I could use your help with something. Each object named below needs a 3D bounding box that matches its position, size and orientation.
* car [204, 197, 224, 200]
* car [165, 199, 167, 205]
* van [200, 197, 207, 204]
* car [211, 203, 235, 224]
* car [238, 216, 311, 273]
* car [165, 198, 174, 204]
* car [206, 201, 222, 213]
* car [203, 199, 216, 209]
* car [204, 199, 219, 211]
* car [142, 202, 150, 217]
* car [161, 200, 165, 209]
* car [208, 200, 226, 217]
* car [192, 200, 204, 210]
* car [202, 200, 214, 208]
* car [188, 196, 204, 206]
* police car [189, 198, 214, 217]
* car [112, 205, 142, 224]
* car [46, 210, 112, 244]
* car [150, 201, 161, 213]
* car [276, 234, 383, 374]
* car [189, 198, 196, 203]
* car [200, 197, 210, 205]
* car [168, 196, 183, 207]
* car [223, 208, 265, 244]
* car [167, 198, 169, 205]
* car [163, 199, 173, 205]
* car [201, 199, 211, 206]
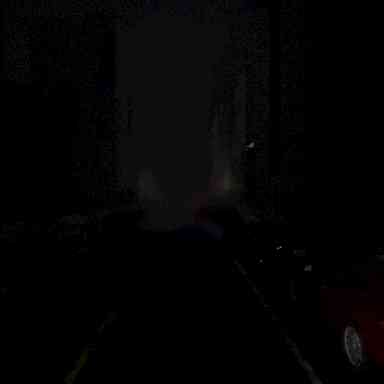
[{"bbox_3d":[2.880,1.692,38.554,2.192,1.841,5.009,0,-1,0],"label":"car"},{"bbox_3d":[-5.637,2.103,55.114,1.947,1.339,4.313,0,-1,0],"label":"car"},{"bbox_3d":[2.904,2.143,82.741,1.690,1.788,3.998,0,-1,0],"label":"van"},{"bbox_3d":[2.874,1.837,27.505,1.947,1.339,4.313,0,-1,0],"label":"car"},{"bbox_3d":[2.865,1.675,10.934,1.947,1.339,4.313,0,-1,0],"label":"car"},{"bbox_3d":[-5.622,2.243,82.739,1.967,1.590,4.097,0,-1,0],"label":"car"},{"bbox_3d":[2.883,1.957,44.245,1.752,1.417,4.829,0,-1,0],"label":"car"},{"bbox_3d":[2.889,1.977,55.123,1.967,1.590,4.097,0,-1,0],"label":"car"},{"bbox_3d":[2.886,1.924,49.599,1.967,1.590,4.097,0,-1,0],"label":"car"},{"bbox_3d":[-5.649,1.906,33.014,1.802,1.307,4.206,0,-1,0],"label":"car"},{"bbox_3d":[-5.640,2.050,49.589,1.947,1.339,4.313,0,-1,0],"label":"car"},{"bbox_3d":[2.877,1.851,33.198,1.752,1.417,4.829,0,-1,0],"label":"car"},{"bbox_3d":[0.928,2.027,51.409,1.812,1.442,4.674,0,-1,0],"label":"car"},{"bbox_3d":[2.892,2.140,60.645,2.008,1.369,4.403,0,-1,0],"label":"car"},{"bbox_3d":[0.926,1.666,45.442,2.150,2.045,5.566,0,-1,0],"label":"car"},{"bbox_3d":[0.920,1.774,35.520,1.930,1.638,5.238,0,-1,0],"label":"police car"},{"bbox_3d":[-5.652,1.816,27.490,1.887,1.381,4.507,0,-1,0],"label":"car"},{"bbox_3d":[-5.658,1.714,16.440,2.008,1.369,4.403,0,-1,0],"label":"car"},{"bbox_3d":[-5.643,1.975,44.064,1.887,1.381,4.507,0,-1,0],"label":"car"},{"bbox_3d":[2.862,1.637,5.411,1.802,1.307,4.206,0,-1,0],"label":"car"},{"bbox_3d":[0.048,2.202,86.533,1.812,1.442,4.674,0,-1,0],"label":"car"},{"bbox_3d":[2.901,2.064,77.218,2.192,1.841,5.009,0,-1,0],"label":"car"},{"bbox_3d":[-2.975,2.137,65.735,2.128,1.511,4.902,0,0,0],"label":"car"},{"bbox_3d":[2.868,1.714,16.459,2.008,1.369,4.403,0,-1,0],"label":"car"},{"bbox_3d":[-5.628,2.278,71.688,1.802,1.307,4.206,0,-1,0],"label":"car"},{"bbox_3d":[-5.625,2.315,77.213,1.947,1.339,4.313,0,-1,0],"label":"car"},{"bbox_3d":[2.898,2.262,71.691,1.947,1.339,4.313,0,-1,0],"label":"car"}]
